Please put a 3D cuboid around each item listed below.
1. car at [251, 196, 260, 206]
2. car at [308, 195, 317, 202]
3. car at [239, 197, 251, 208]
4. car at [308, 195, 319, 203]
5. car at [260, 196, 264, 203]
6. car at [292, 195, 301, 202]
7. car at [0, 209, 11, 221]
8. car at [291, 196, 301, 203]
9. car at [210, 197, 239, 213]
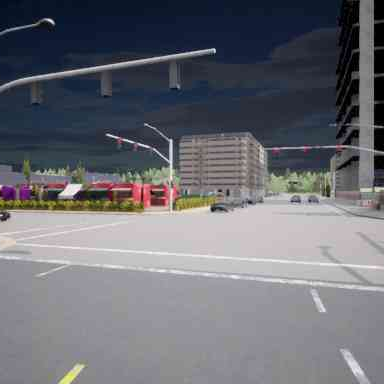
[{"bbox_3d":[9.793,1.601,56.461,1.895,1.301,4.718,0,0,19],"label":"car"},{"bbox_3d":[28.108,1.524,77.696,1.812,1.442,4.674,0,0,19],"label":"car"},{"bbox_3d":[6.741,1.505,47.442,1.837,1.490,4.892,0,0,18],"label":"car"},{"bbox_3d":[24.808,1.541,67.844,2.033,1.411,5.357,0,0,19],"label":"car"},{"bbox_3d":[13.046,1.492,65.949,2.128,1.511,4.902,0,0,19],"label":"car"},{"bbox_3d":[24.686,1.540,78.503,2.033,1.411,5.357,0,0,19],"label":"car"},{"bbox_3d":[-16.445,1.619,26.162,4.181,1.385,1.994,0,0,19],"label":"car"},{"bbox_3d":[21.599,1.555,69.282,1.994,1.385,4.181,0,0,19],"label":"car"},{"bbox_3d":[3.571,1.548,38.072,2.033,1.411,5.357,0,0,19],"label":"car"}]
